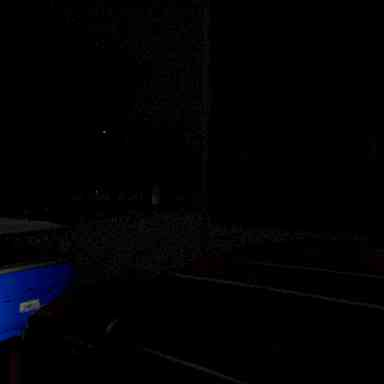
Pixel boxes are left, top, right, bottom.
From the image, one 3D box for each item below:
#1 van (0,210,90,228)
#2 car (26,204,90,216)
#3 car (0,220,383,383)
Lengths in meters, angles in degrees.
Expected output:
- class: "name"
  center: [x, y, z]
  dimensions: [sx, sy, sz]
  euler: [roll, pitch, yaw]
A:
- class: "van"
  center: [-3.714, 1.295, 5.613]
  dimensions: [3.998, 1.788, 1.690]
  euler: [1, 0, 36]
- class: "car"
  center: [-9.934, 1.651, 24.850]
  dimensions: [2.128, 1.511, 4.902]
  euler: [1, -1, 36]
- class: "car"
  center: [0.712, 1.310, 2.454]
  dimensions: [5.009, 1.841, 2.192]
  euler: [1, 0, 36]
